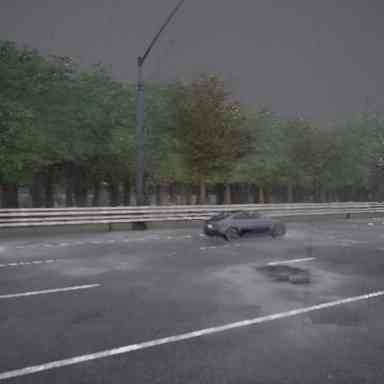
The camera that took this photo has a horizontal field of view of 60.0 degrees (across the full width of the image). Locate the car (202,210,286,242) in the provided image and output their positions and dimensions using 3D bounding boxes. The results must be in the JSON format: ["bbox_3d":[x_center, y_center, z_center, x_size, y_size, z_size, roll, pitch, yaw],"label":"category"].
[{"bbox_3d":[2.613,1.582,16.464,4.181,1.385,1.994,0,0,-28],"label":"car"}]
